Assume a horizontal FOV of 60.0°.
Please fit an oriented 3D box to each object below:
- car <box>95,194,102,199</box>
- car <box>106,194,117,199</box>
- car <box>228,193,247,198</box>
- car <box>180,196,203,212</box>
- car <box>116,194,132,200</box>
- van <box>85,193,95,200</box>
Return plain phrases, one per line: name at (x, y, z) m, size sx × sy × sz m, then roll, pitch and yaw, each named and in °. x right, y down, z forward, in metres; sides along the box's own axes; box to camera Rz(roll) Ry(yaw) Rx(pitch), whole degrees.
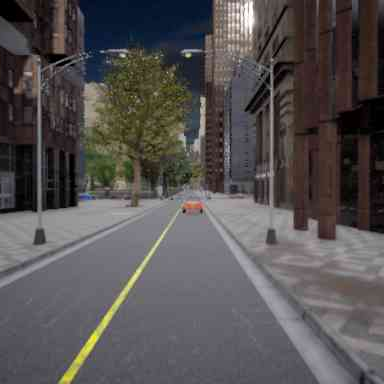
car at (-25.938, 1.228, 87.665) m, size 4.403 × 1.369 × 2.008 m, roll 0°, pitch 1°, yaw 0°
car at (-20.413, 1.232, 87.631) m, size 4.206 × 1.307 × 1.802 m, roll 0°, pitch 1°, yaw 0°
car at (11.933, 0.937, 87.433) m, size 4.829 × 1.417 × 1.752 m, roll -1°, pitch 1°, yaw 0°
car at (0.099, 1.290, 37.324) m, size 2.097 × 1.767 × 4.553 m, roll 0°, pitch 0°, yaw 0°
car at (-14.928, 1.288, 79.072) m, size 4.403 × 1.369 × 2.008 m, roll 0°, pitch 1°, yaw 0°
van at (-25.980, 1.137, 79.136) m, size 3.998 × 1.788 × 1.690 m, roll 0°, pitch 1°, yaw 0°
